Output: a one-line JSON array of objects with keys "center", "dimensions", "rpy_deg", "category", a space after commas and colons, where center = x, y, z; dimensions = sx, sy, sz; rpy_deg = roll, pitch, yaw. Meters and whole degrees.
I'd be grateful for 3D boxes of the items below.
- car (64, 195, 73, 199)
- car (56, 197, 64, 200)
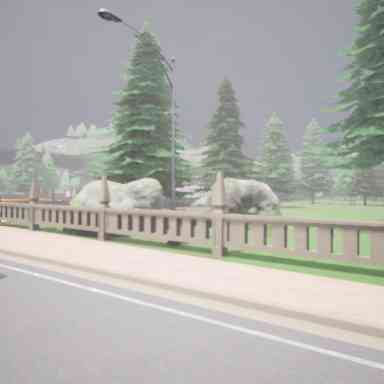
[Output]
[{"center": [-20.055, 1.397, 60.627], "dimensions": [1.882, 1.535, 5.008], "rpy_deg": [0, 1, 36], "category": "car"}, {"center": [-23.122, 1.278, 62.329], "dimensions": [2.097, 1.767, 4.553], "rpy_deg": [0, 1, 36], "category": "car"}]
